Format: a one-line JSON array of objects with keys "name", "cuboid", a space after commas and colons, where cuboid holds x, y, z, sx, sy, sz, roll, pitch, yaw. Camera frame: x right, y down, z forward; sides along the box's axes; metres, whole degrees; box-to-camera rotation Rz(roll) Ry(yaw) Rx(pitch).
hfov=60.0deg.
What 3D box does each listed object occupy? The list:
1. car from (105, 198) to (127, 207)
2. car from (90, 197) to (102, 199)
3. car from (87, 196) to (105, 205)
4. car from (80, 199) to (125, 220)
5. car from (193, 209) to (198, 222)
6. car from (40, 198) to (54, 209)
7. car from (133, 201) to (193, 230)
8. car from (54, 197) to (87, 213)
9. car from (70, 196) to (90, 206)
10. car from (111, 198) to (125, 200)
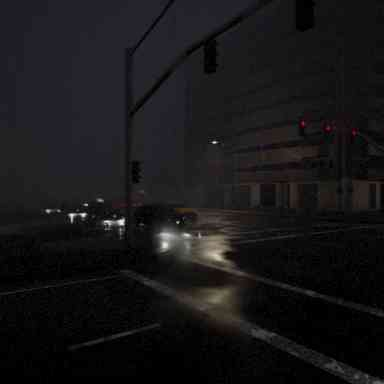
[{"name": "car", "cuboid": [-12.579, 1.656, 54.686, 1.895, 1.301, 4.718, 0, 0, -36]}, {"name": "car", "cuboid": [-12.947, 1.603, 42.800, 2.033, 1.411, 5.357, 0, 0, -35]}, {"name": "car", "cuboid": [-17.961, 1.581, 62.260, 1.812, 1.442, 4.674, 0, 0, -34]}, {"name": "car", "cuboid": [-7.898, 1.603, 29.639, 2.033, 1.411, 5.357, 0, 0, -35]}, {"name": "car", "cuboid": [-1.485, 1.533, 26.661, 1.882, 1.535, 5.008, 0, 0, -35]}, {"name": "car", "cuboid": [-19.807, 1.533, 46.472, 1.882, 1.535, 5.008, 0, 0, -35]}, {"name": "car", "cuboid": [-2.254, 1.560, 21.702, 1.837, 1.490, 4.892, 0, 0, -36]}, {"name": "car", "cuboid": [-13.758, 1.603, 37.899, 2.033, 1.411, 5.357, 0, 0, -35]}, {"name": "car", "cuboid": [-19.911, 1.547, 58.954, 2.128, 1.511, 4.902, 0, 0, -35]}, {"name": "car", "cuboid": [-6.861, 1.407, 34.223, 2.097, 1.767, 4.553, 0, 0, -36]}]
